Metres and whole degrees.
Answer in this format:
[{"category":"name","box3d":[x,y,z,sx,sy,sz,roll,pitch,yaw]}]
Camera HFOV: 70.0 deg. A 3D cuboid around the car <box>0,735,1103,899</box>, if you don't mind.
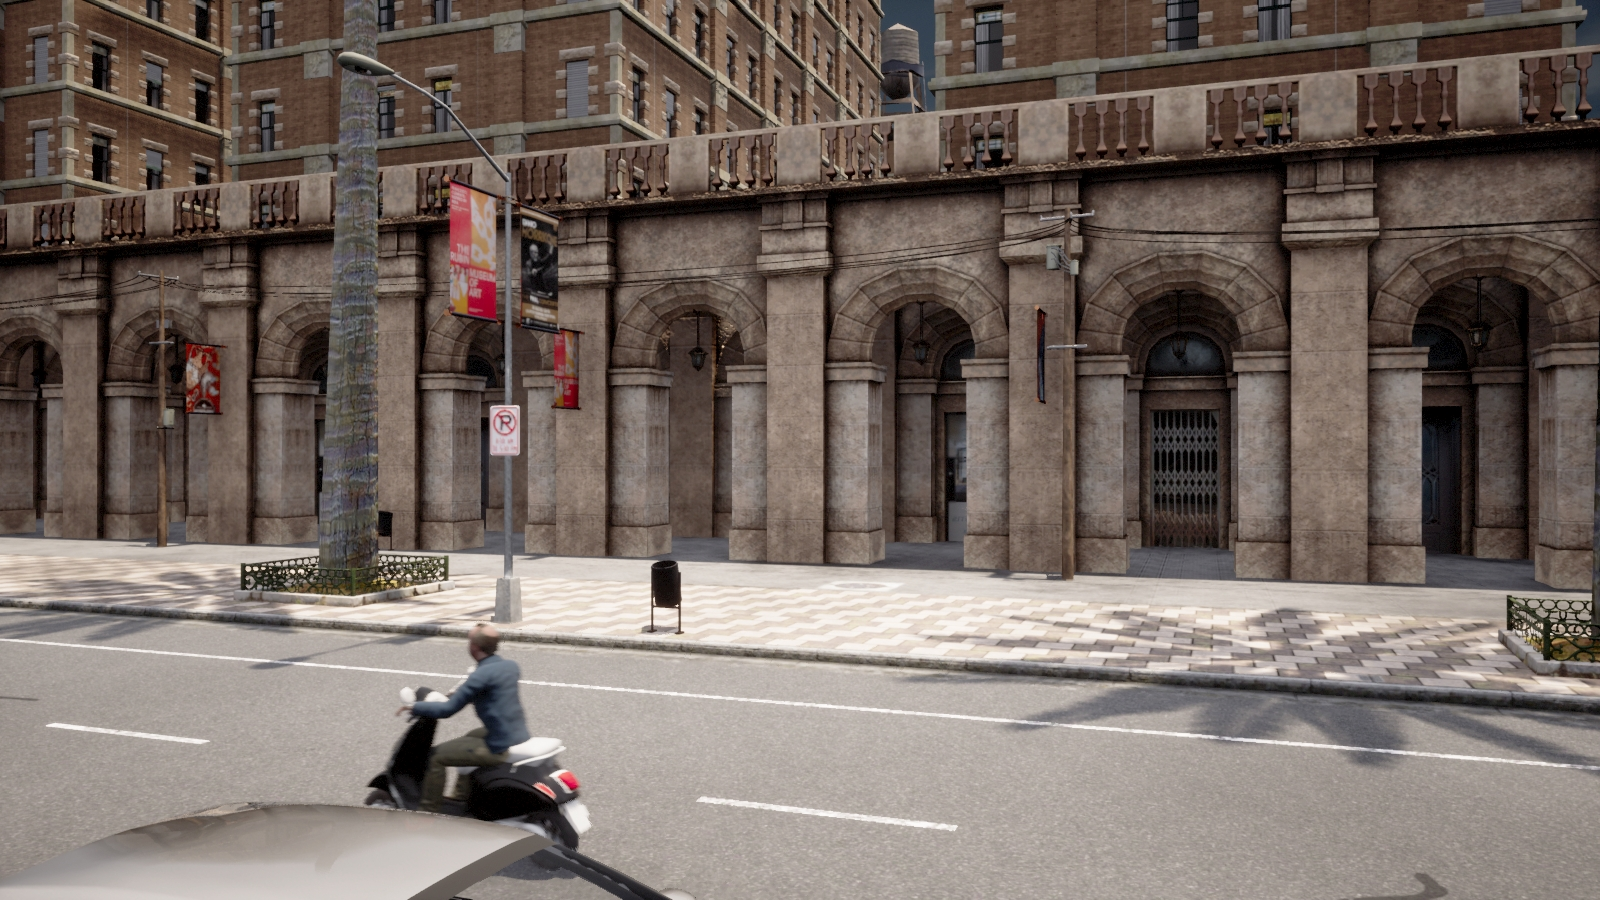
[{"category":"car","box3d":[-1.248,2.067,3.754,4.193,1.474,1.816,0,0,20]}]
